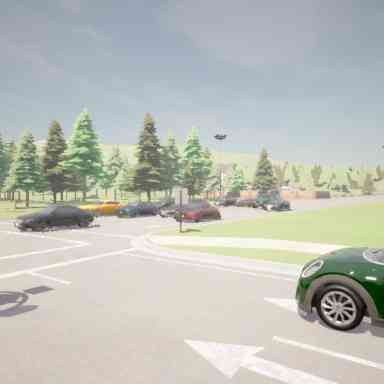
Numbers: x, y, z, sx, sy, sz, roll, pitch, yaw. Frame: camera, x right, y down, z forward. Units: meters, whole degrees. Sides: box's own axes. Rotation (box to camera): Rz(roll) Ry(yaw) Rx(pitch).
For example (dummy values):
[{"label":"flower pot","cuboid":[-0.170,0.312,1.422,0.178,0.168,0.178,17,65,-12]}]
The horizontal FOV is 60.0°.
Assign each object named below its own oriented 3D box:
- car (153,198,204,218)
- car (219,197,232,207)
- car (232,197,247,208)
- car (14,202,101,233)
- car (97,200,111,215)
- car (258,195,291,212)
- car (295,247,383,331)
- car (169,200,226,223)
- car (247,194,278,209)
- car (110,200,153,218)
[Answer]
[{"label":"car","cuboid":[-0.979,1.526,29.619,1.812,1.442,4.674,0,0,36]},{"label":"car","cuboid":[5.075,1.488,49.687,2.128,1.511,4.902,0,0,36]},{"label":"car","cuboid":[8.003,1.562,47.758,1.994,1.385,4.181,0,0,36]},{"label":"car","cuboid":[-8.126,1.525,20.016,1.812,1.442,4.674,0,0,38]},{"label":"car","cuboid":[-8.245,1.478,31.553,1.882,1.535,5.008,0,0,36]},{"label":"car","cuboid":[9.938,1.491,38.576,2.128,1.511,4.902,0,0,36]},{"label":"car","cuboid":[4.088,1.352,5.374,4.553,1.767,2.097,0,0,36]},{"label":"car","cuboid":[0.486,1.563,25.704,1.994,1.385,4.181,0,0,36]},{"label":"car","cuboid":[9.989,1.223,44.556,2.150,2.045,5.566,0,0,36]},{"label":"car","cuboid":[-4.905,1.564,30.176,1.994,1.385,4.181,0,0,37]}]
